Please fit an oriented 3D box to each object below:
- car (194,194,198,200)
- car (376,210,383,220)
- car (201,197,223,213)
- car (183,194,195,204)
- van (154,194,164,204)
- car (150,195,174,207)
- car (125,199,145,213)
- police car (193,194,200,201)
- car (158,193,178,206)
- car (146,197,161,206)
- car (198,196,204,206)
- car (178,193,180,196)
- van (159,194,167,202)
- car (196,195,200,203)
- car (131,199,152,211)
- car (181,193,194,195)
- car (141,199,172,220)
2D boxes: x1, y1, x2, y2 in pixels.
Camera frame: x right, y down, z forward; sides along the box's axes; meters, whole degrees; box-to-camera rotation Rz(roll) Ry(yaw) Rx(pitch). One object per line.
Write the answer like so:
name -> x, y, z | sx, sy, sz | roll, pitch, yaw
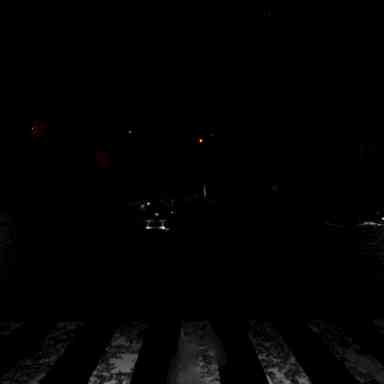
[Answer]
car -> 2.000, 1.568, 62.584 | 2.008, 1.369, 4.403 | 0, 0, -1
car -> 14.710, 1.249, 21.033 | 5.357, 1.411, 2.033 | -1, 0, -1
car -> 2.376, 1.556, 36.381 | 2.008, 1.369, 4.403 | 0, 0, -1
car -> -0.706, 1.620, 65.643 | 1.895, 1.301, 4.718 | 0, 0, -1
van -> -6.585, 1.361, 66.649 | 1.690, 1.788, 3.998 | 0, 0, -1
car -> -3.533, 1.484, 39.921 | 1.882, 1.535, 5.008 | 0, 0, -1
car -> -6.148, 1.556, 36.262 | 2.008, 1.369, 4.403 | 0, 0, -1
police car -> 1.203, 1.464, 90.558 | 1.930, 1.638, 5.238 | 0, 0, -1
car -> -3.686, 1.362, 50.875 | 2.097, 1.767, 4.553 | 0, 0, -1
car -> -6.429, 1.579, 55.824 | 1.947, 1.339, 4.313 | 0, 0, -1
car -> 2.220, 1.554, 47.269 | 1.887, 1.381, 4.507 | 0, 0, -1
car -> -3.819, 1.509, 62.370 | 2.128, 1.511, 4.902 | 0, 0, 0
van -> -6.741, 1.369, 77.475 | 1.690, 1.788, 3.998 | 0, 0, -1
car -> 2.142, 1.562, 52.713 | 2.008, 1.369, 4.403 | 0, 0, -1
car -> -6.220, 1.558, 41.254 | 2.008, 1.369, 4.403 | 0, 0, -1
car -> -0.943, 1.550, 75.571 | 2.128, 1.511, 4.902 | 0, 0, -1
car -> -2.974, 1.567, 27.825 | 1.994, 1.385, 4.181 | 0, 0, -7
